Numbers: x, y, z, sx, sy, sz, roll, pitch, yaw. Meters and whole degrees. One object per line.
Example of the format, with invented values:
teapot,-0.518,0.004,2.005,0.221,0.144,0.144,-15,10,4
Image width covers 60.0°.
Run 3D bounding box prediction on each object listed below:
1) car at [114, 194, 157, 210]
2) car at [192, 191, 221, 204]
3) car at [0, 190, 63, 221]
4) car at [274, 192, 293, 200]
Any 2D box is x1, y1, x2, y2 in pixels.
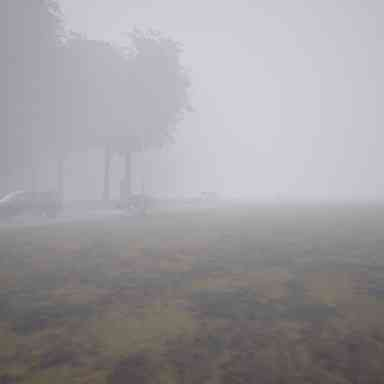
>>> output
car,-5.677,1.003,33.834,1.837,1.490,4.892,1,2,36
car,1.982,0.647,44.447,2.097,1.767,4.553,1,1,36
car,-12.317,0.923,24.568,2.150,2.045,5.566,1,2,34
car,16.530,0.670,59.667,1.895,1.301,4.718,1,1,36
